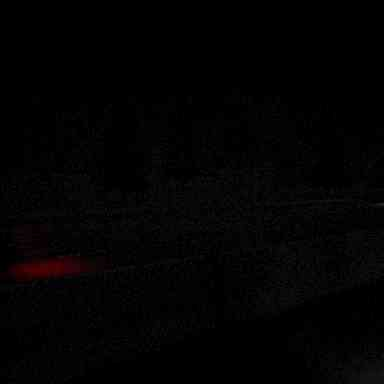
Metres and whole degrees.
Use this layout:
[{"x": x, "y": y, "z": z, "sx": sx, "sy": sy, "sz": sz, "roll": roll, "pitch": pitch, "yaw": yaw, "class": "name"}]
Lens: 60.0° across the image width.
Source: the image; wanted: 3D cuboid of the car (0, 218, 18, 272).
[{"x": -6.863, "y": 1.495, "z": 7.692, "sx": 5.008, "sy": 1.535, "sz": 1.882, "roll": -1, "pitch": 1, "yaw": -36, "class": "car"}]

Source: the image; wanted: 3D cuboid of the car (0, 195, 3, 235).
[{"x": -12.680, "y": 1.235, "z": 16.442, "sx": 5.566, "sy": 2.045, "sz": 2.150, "roll": -1, "pitch": 1, "yaw": -36, "class": "car"}]
